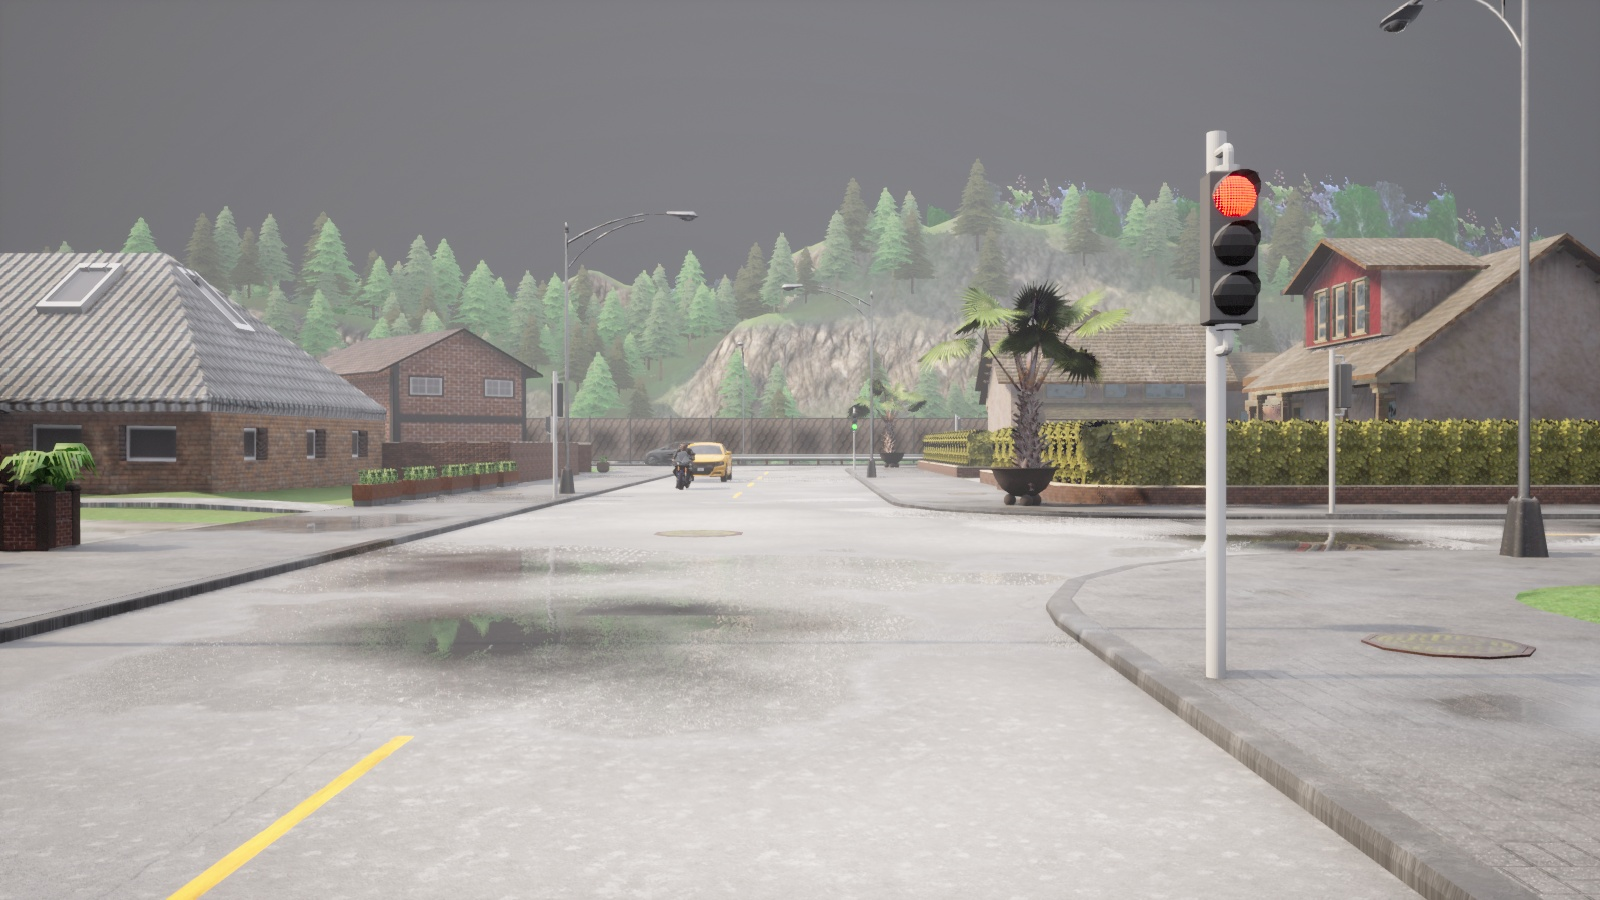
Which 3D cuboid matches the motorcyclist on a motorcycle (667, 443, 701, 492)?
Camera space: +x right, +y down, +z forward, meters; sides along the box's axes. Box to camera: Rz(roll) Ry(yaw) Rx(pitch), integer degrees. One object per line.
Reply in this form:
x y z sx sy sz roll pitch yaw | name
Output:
-3.750 0.549 40.694 0.866 1.530 2.191 0 0 1 | motorcyclist on a motorcycle

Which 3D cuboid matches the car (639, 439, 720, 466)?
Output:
-7.656 0.135 79.677 4.611 1.667 2.242 0 0 17 | car

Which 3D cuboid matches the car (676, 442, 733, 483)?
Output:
-3.719 0.441 49.599 1.882 1.535 5.008 0 0 0 | car
